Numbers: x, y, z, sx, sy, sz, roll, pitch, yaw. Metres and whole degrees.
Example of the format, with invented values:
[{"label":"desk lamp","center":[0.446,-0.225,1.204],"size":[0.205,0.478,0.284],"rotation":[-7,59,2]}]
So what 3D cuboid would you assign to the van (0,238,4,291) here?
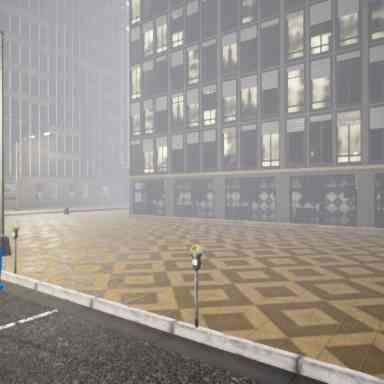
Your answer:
[{"label":"van","center":[-5.614,1.338,6.995],"size":[3.998,1.788,1.690],"rotation":[0,0,36]}]
